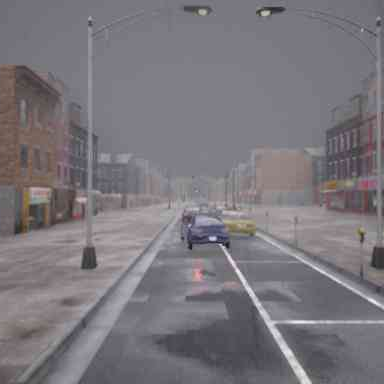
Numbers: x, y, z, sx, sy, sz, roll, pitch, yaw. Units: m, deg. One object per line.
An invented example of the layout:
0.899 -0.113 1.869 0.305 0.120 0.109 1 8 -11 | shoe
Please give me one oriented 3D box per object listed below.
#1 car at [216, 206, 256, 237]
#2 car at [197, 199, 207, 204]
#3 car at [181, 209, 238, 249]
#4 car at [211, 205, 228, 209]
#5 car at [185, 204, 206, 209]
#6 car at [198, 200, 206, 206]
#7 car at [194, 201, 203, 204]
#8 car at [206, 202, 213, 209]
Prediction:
2.633 1.787 19.820 1.752 1.417 4.829 0 -1 0 | car
2.625 2.561 73.388 1.967 1.590 4.097 -1 -1 0 | car
0.549 1.730 15.594 1.812 1.442 4.674 0 -1 -7 | car
2.632 1.918 25.116 1.802 1.307 4.206 0 -1 0 | car
0.081 2.021 30.920 1.895 1.301 4.718 0 -1 0 | car
2.624 2.861 89.592 1.967 1.590 4.097 -1 -1 0 | car
0.023 2.183 41.640 1.895 1.301 4.718 0 -1 0 | car
2.631 1.855 30.584 1.967 1.590 4.097 0 -1 0 | car
